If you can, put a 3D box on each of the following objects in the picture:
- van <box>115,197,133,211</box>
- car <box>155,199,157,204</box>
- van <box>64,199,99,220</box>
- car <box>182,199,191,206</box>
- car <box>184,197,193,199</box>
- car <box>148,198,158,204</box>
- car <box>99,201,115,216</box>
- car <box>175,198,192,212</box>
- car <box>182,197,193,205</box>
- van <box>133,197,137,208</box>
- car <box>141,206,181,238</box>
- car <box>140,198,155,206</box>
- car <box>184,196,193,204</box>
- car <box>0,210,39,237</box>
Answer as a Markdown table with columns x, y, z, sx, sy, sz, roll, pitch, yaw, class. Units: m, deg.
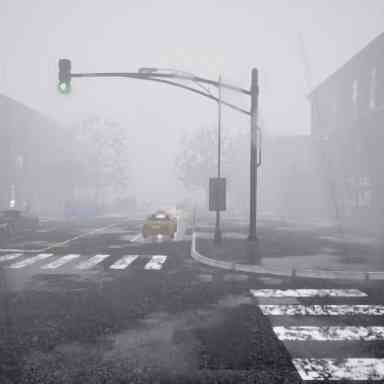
| x | y | z | sx | sy | sz | roll | pitch | yaw | class |
| --- | --- | --- | --- | --- | --- | --- | --- | --- | --- |
| -9.757 | 1.667 | 46.399 | 1.690 | 1.788 | 3.998 | 0 | 0 | 1 | van |
| -9.394 | 2.110 | 74.126 | 1.887 | 1.381 | 4.507 | 0 | 0 | 1 | car |
| -9.975 | 1.523 | 29.762 | 1.690 | 1.788 | 3.998 | 0 | 0 | 1 | van |
| -1.087 | 2.165 | 68.469 | 1.887 | 1.381 | 4.507 | 0 | 0 | 1 | car |
| -1.161 | 2.139 | 62.923 | 1.947 | 1.339 | 4.313 | 0 | 0 | 1 | car |
| -9.322 | 2.195 | 79.671 | 1.802 | 1.307 | 4.206 | 0 | 0 | 1 | car |
| -9.903 | 1.775 | 35.306 | 1.887 | 1.381 | 4.507 | 0 | 0 | 1 | car |
| -1.378 | 1.979 | 46.286 | 2.008 | 1.369 | 4.403 | 0 | 0 | 1 | car |
| -1.014 | 1.983 | 74.017 | 2.192 | 1.841 | 5.009 | 0 | 0 | 1 | car |
| -9.684 | 1.715 | 51.944 | 1.690 | 1.788 | 3.998 | 0 | 0 | 1 | van |
| -1.740 | 1.715 | 18.729 | 1.752 | 1.417 | 4.829 | 0 | 0 | 1 | car |
| -9.467 | 2.084 | 68.579 | 1.947 | 1.339 | 4.313 | 0 | 0 | 1 | car |
| -0.869 | 2.079 | 85.108 | 2.192 | 1.841 | 5.009 | 0 | 0 | 1 | car |
| -10.121 | 1.667 | 18.669 | 1.802 | 1.307 | 4.206 | 0 | 0 | 1 | car |
